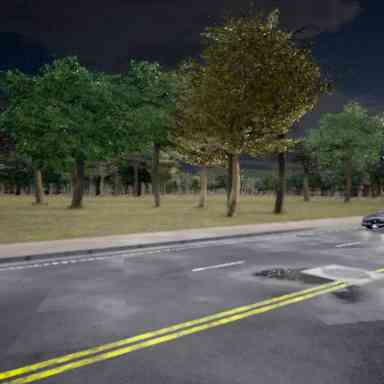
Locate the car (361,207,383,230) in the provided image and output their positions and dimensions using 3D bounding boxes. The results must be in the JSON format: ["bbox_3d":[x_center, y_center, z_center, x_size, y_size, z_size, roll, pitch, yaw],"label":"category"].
[{"bbox_3d":[12.661,1.585,20.577,5.357,1.411,2.033,0,0,-35],"label":"car"}]
